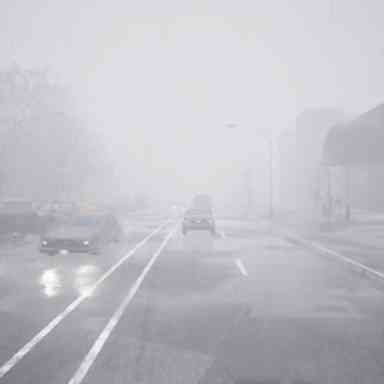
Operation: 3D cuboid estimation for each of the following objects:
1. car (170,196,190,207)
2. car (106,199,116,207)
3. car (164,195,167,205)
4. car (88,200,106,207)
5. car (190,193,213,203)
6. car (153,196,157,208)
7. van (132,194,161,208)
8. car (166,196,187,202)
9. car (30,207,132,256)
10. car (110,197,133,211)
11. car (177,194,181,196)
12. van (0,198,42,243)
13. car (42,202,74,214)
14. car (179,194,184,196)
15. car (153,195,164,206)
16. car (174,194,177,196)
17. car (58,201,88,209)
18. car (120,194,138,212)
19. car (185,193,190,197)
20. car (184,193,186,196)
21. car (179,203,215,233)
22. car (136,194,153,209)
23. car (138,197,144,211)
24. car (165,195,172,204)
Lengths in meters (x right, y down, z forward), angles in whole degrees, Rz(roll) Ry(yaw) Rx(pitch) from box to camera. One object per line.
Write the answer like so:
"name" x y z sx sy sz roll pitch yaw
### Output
"car" -2.014 1.780 55.528 1.895 1.301 4.718 0 0 5
"car" -8.909 1.569 26.917 4.792 1.488 2.163 -1 0 -18
"car" -7.211 1.719 56.562 4.674 1.452 2.002 -1 0 -16
"car" -9.040 1.531 23.936 5.008 1.535 2.097 -1 0 -18
"car" 1.258 1.316 39.695 2.150 2.045 5.566 0 0 3
"car" -7.857 1.668 47.676 4.674 1.452 2.002 -1 -1 -16
"van" -7.331 1.434 53.639 4.442 1.987 1.878 -1 -1 -16
"car" -4.138 1.797 88.999 5.366 1.575 1.946 -1 0 -13
"car" -4.095 1.566 13.416 2.033 1.411 5.357 0 0 1
"car" -8.699 1.562 32.848 4.892 1.521 2.231 -1 -1 -18
"car" -5.614 1.807 74.278 4.674 1.452 2.002 -1 -1 -14
"van" -9.409 1.285 14.985 4.442 1.987 1.878 -1 0 -19
"car" -9.232 1.516 18.002 5.008 1.535 2.097 -1 0 -19
"car" -4.955 1.659 80.193 4.553 1.767 2.185 -1 0 -14
"car" -7.475 1.638 50.692 5.366 1.575 1.946 -1 -1 -16
"car" -6.190 1.744 68.361 5.008 1.535 2.097 -1 0 -15
"car" -9.110 1.397 20.973 4.553 1.767 2.185 -1 0 -18
"car" -8.516 1.446 35.817 4.553 1.767 2.185 -1 0 -17
"car" -4.129 1.790 86.137 5.366 1.575 1.946 -1 0 -13
"car" -4.659 1.792 83.141 4.892 1.521 2.231 -1 -1 -14
"car" 0.406 1.578 19.703 2.033 1.411 5.357 0 0 1
"car" -8.256 1.347 41.734 5.566 2.045 2.435 -1 0 -17
"car" -8.395 1.625 38.782 4.674 1.452 2.002 -1 -1 -17
"car" -6.722 1.754 62.444 4.674 1.452 2.002 -1 0 -15
